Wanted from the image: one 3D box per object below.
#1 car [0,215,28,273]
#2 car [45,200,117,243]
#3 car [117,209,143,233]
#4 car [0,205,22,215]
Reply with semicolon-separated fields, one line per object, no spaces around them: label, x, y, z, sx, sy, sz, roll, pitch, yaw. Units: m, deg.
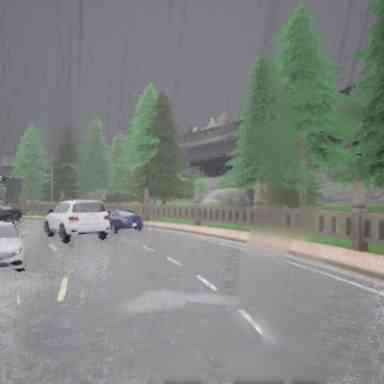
car;-6.499;1.710;10.979;1.812;1.442;4.674;0;-1;-26
car;-6.315;1.481;18.001;2.150;2.045;5.566;0;-1;-35
car;-4.853;1.816;21.562;1.812;1.442;4.674;0;-1;-38
car;-18.632;2.008;32.027;5.008;1.535;1.882;-1;-1;25
